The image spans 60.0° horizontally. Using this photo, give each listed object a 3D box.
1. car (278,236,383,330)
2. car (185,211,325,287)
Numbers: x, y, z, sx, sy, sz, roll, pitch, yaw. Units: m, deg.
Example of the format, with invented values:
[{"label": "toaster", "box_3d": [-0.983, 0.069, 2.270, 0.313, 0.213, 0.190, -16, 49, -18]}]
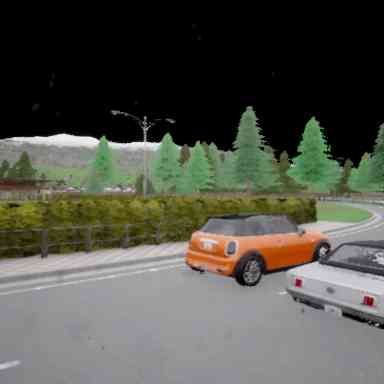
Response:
[{"label": "car", "box_3d": [4.093, 1.636, 6.663, 4.718, 1.301, 1.895, 0, 0, -35]}, {"label": "car", "box_3d": [2.091, 1.387, 9.676, 4.553, 1.767, 2.097, 0, 0, -37]}]
